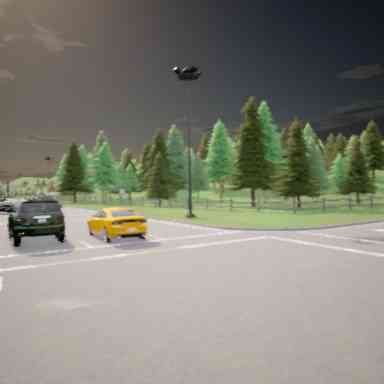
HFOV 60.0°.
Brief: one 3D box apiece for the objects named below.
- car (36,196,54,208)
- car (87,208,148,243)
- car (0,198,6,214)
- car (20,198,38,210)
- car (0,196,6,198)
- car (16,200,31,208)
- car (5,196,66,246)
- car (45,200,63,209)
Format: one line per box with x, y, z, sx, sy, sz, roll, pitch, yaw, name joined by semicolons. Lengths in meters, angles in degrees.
-26.587;1.685;60.183;2.150;2.045;5.566;-1;0;-32;car
-3.901;1.535;16.827;1.882;1.535;5.008;-1;0;-31;car
-23.025;1.914;41.306;1.837;1.490;4.892;-1;0;-32;car
-25.130;1.791;51.173;2.097;1.767;4.553;-1;0;-32;car
-33.650;1.819;58.468;2.150;2.045;5.566;-1;0;-32;car
-29.541;2.083;58.318;1.994;1.385;4.181;-1;0;-32;car
-7.826;1.357;16.609;2.150;2.045;5.566;-1;0;-31;car
-21.744;1.934;52.358;1.994;1.385;4.181;-1;0;-32;car
